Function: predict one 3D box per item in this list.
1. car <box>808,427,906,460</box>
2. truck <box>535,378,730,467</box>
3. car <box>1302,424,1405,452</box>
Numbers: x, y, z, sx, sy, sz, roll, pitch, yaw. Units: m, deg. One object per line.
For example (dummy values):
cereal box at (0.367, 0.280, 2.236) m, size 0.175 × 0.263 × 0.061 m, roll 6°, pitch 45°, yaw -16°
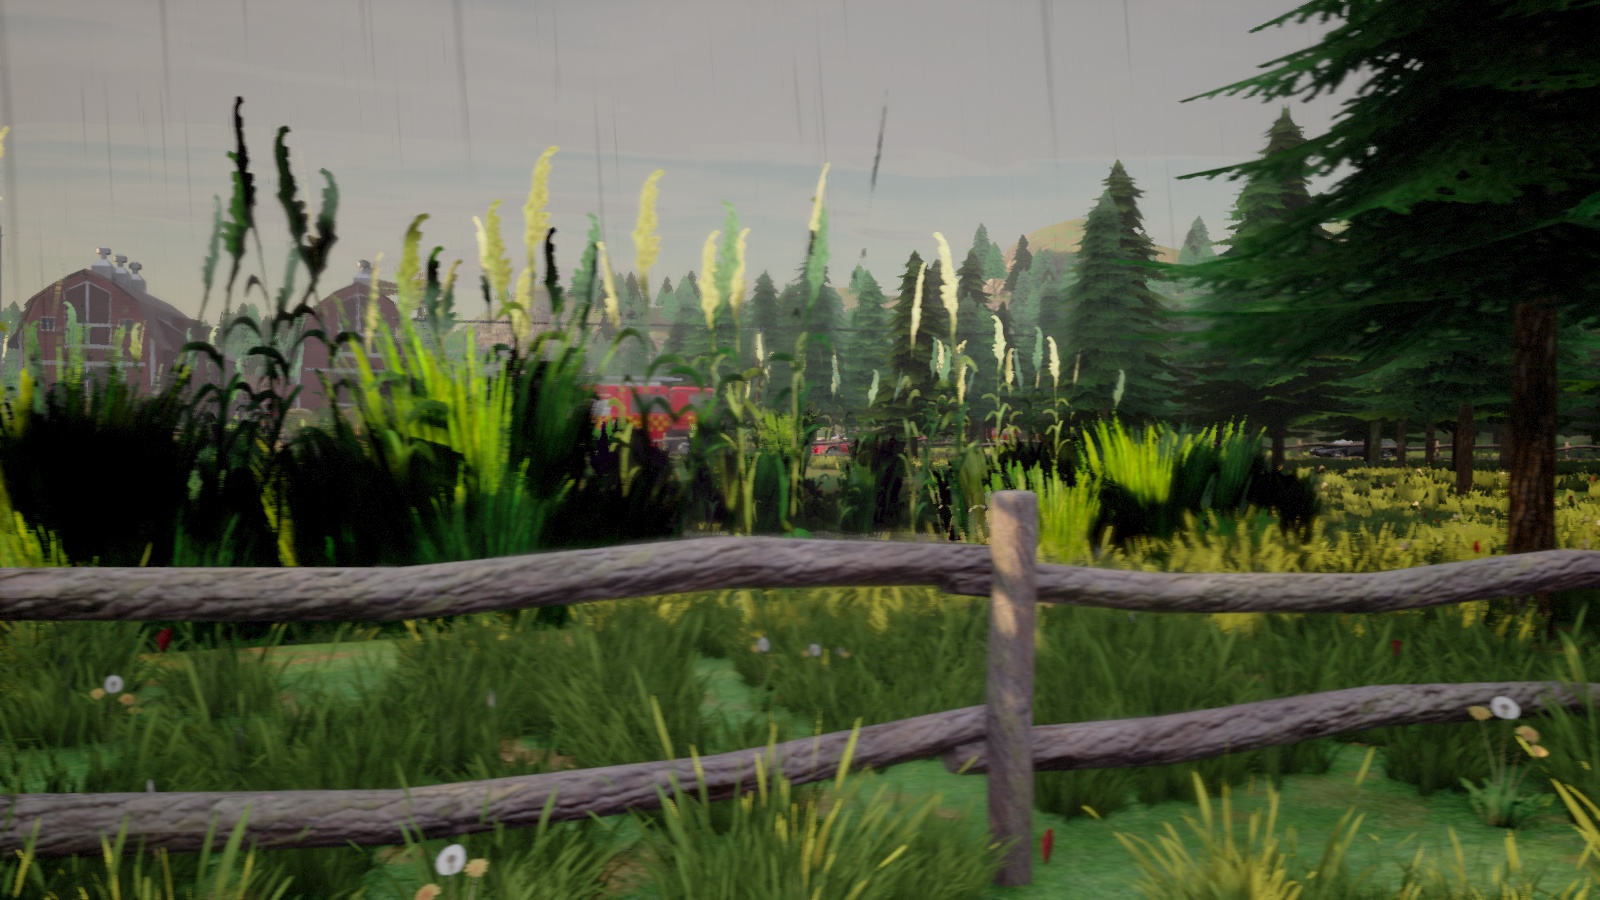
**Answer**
car at (2.799, -0.335, 62.406) m, size 4.514 × 1.525 × 2.007 m, roll -1°, pitch 1°, yaw -12°
truck at (-7.578, -1.238, 56.679) m, size 8.468 × 3.827 × 2.891 m, roll -1°, pitch 1°, yaw -12°
car at (30.243, -0.672, 68.636) m, size 4.792 × 1.488 × 2.163 m, roll -1°, pitch 1°, yaw -13°
